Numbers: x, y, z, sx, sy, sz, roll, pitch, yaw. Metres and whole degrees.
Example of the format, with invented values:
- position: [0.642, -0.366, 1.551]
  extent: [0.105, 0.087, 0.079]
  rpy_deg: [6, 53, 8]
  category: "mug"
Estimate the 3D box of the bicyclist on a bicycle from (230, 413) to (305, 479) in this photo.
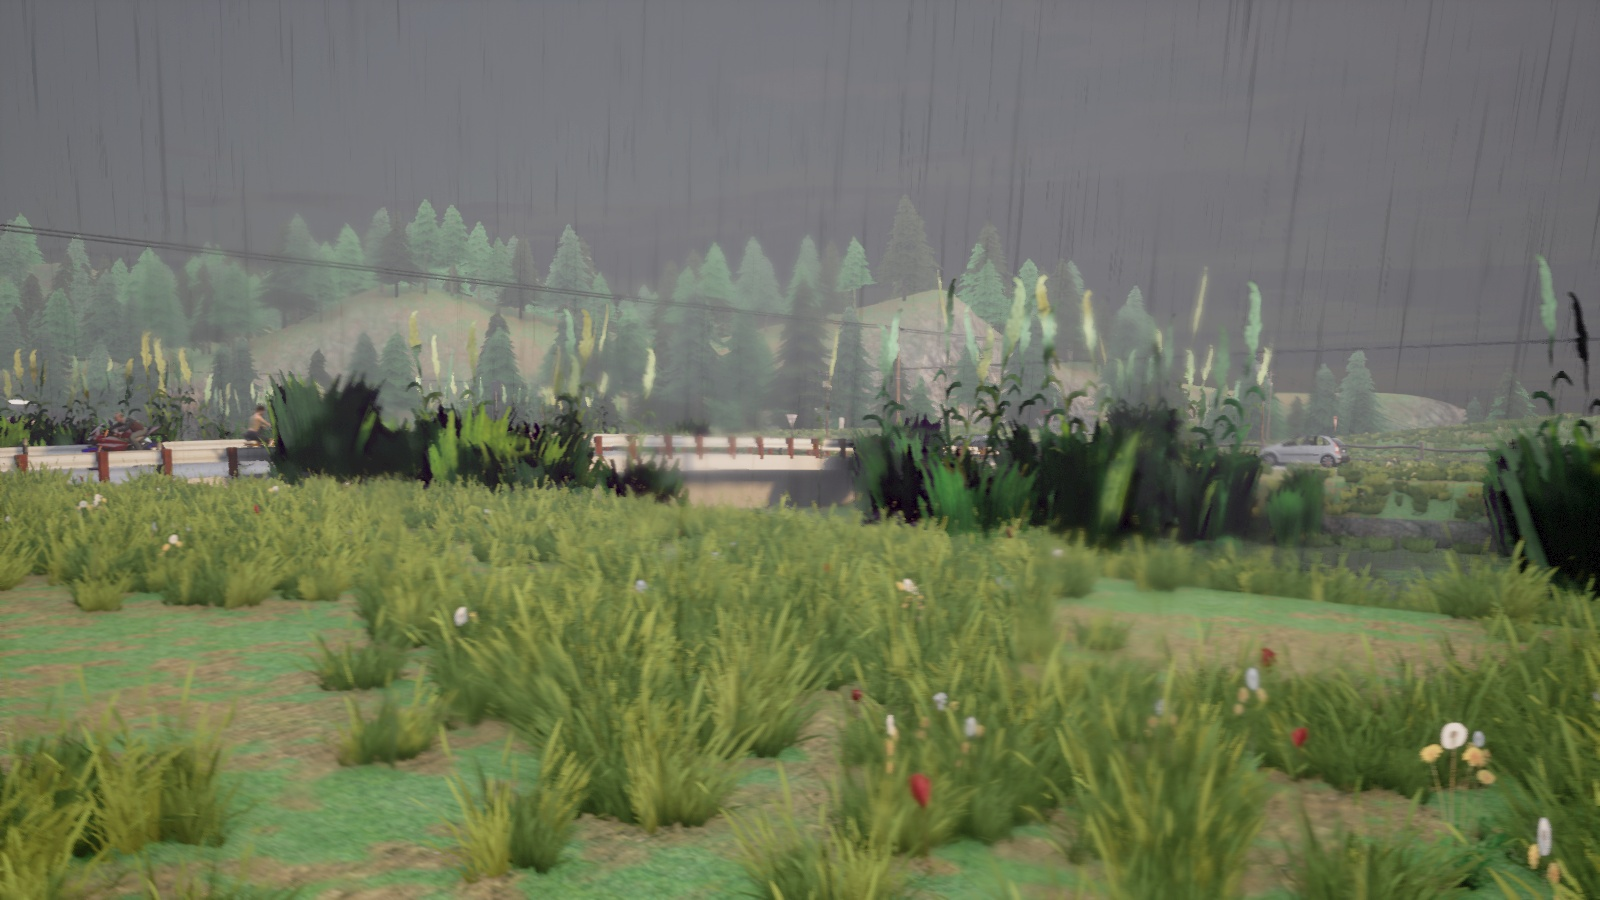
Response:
- position: [-13.928, -0.120, 32.857]
  extent: [0.866, 1.612, 1.509]
  rpy_deg: [0, 3, 40]
  category: "bicyclist on a bicycle"

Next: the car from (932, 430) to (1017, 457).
- position: [10.130, -0.380, 73.049]
  extent: [1.882, 1.535, 5.008]
  rpy_deg: [-1, 1, -38]
  category: "car"

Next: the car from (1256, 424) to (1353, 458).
- position: [24.548, -0.428, 61.176]
  extent: [3.988, 1.617, 1.851]
  rpy_deg: [0, 1, 40]
  category: "car"

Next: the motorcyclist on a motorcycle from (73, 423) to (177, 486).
- position: [-17.958, 0.102, 33.460]
  extent: [0.866, 1.530, 2.191]
  rpy_deg: [0, 4, 39]
  category: "motorcyclist on a motorcycle"
